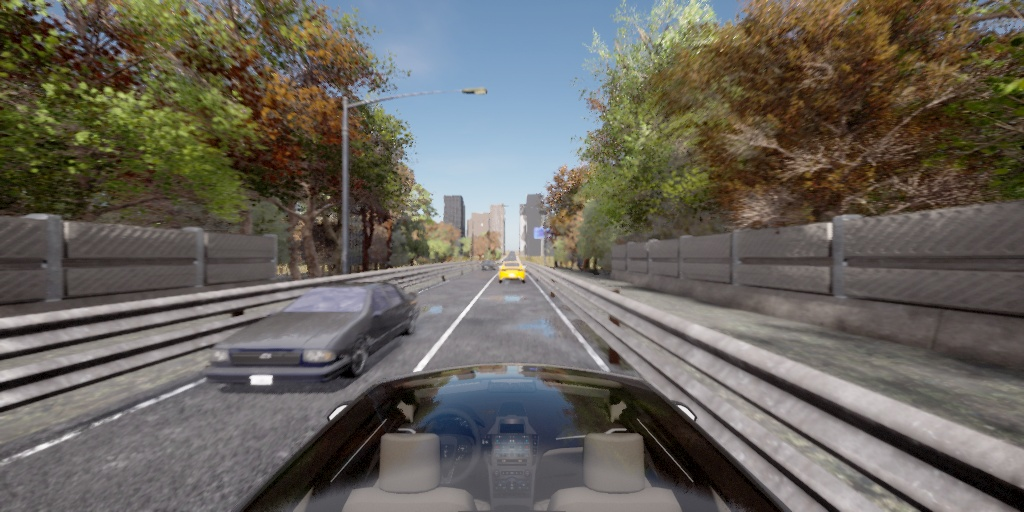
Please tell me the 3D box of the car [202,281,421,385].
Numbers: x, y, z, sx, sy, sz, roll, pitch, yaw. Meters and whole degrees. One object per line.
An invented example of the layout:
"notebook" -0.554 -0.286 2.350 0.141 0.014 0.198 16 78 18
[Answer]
"car" -3.347 1.258 7.458 2.033 1.411 5.357 0 0 0

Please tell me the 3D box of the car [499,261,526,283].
"car" 0.016 1.135 26.792 1.882 1.535 5.008 0 0 0

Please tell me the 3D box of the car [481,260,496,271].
"car" -3.287 1.295 50.690 1.837 1.490 4.892 0 0 1
